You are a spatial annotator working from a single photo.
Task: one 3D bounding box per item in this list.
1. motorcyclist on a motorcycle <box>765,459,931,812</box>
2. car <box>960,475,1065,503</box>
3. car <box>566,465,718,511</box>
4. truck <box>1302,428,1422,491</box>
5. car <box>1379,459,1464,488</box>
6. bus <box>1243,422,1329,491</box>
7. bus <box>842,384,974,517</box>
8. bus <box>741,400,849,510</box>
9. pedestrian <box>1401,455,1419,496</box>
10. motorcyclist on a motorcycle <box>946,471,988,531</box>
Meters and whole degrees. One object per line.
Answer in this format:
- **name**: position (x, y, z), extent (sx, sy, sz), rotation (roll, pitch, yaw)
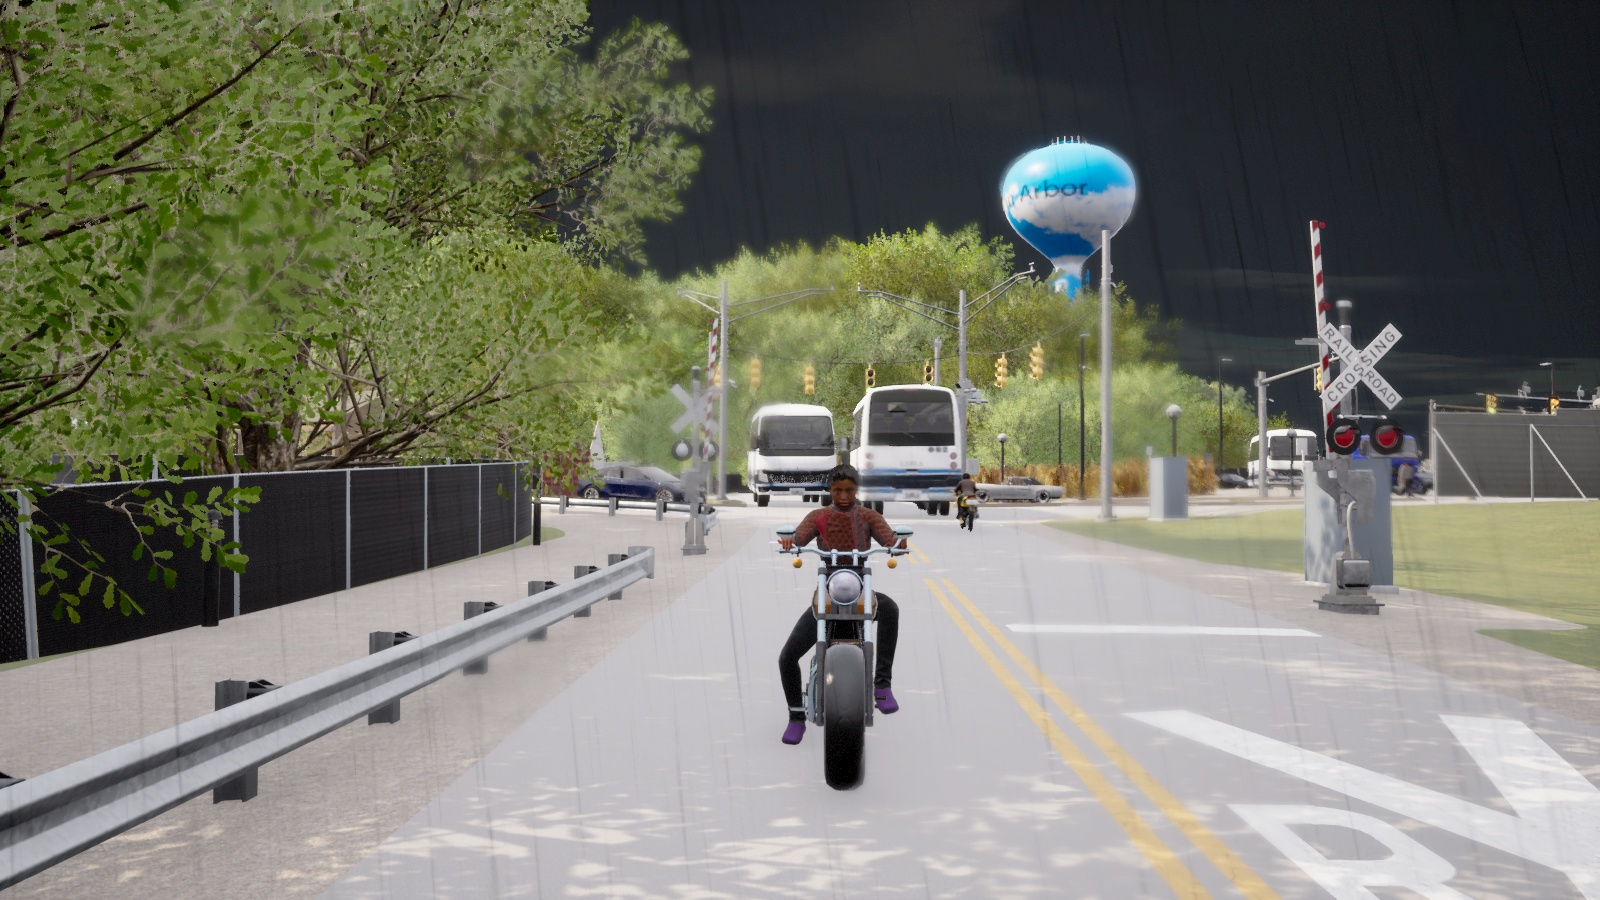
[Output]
- **motorcyclist on a motorcycle**: position (0.256, 0.884, 7.056), extent (0.766, 1.649, 2.350), rotation (0, -1, 2)
- **car**: position (10.220, 1.854, 60.572), extent (4.718, 1.301, 1.895), rotation (0, -1, -3)
- **car**: position (-5.459, 1.299, 43.210), extent (4.792, 1.488, 2.163), rotation (0, -1, 28)
- **truck**: position (32.461, 0.593, 72.941), extent (2.891, 3.462, 7.936), rotation (0, -1, -5)
- **car**: position (36.111, 1.366, 73.139), extent (2.152, 1.651, 5.027), rotation (0, -1, -5)
- **bus**: position (33.073, 0.568, 85.928), extent (3.944, 4.253, 10.273), rotation (0, -3, 12)
- **bus**: position (3.635, 0.115, 45.596), extent (3.944, 4.253, 10.273), rotation (-1, -1, 1)
- **bus**: position (-0.414, 0.233, 54.423), extent (3.944, 4.253, 10.273), rotation (0, 0, -4)
- **pedestrian**: position (28.982, 1.227, 59.683), extent (0.423, 1.949, 0.788), rotation (0, -3, 0)
- **motorcyclist on a motorcycle**: position (4.396, 1.327, 33.187), extent (0.797, 1.523, 2.044), rotation (0, -1, -1)
